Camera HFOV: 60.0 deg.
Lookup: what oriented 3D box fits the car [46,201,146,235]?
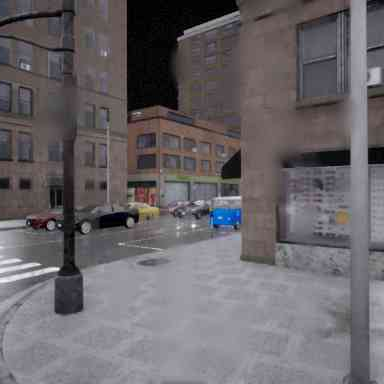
[{"bbox_3d":[-5.139,1.358,18.529,1.882,1.535,5.008,0,0,35],"label":"car"}]

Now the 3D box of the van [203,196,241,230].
[{"bbox_3d":[2.608,1.145,19.338,1.690,1.788,3.998,0,1,36],"label":"van"}]

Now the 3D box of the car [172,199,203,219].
[{"bbox_3d":[0.756,1.310,26.623,1.812,1.442,4.674,0,0,36],"label":"car"}]

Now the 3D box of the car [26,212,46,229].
[{"bbox_3d":[-7.538,1.440,19.894,1.887,1.381,4.507,0,1,36],"label":"car"}]

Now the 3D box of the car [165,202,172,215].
[{"bbox_3d":[-1.078,1.373,28.781,1.802,1.307,4.206,0,1,36],"label":"car"}]

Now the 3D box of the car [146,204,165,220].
[{"bbox_3d":[-4.408,1.370,24.199,1.752,1.417,4.829,0,1,36],"label":"car"}]

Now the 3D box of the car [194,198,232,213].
[{"bbox_3d":[2.151,1.321,33.223,1.802,1.307,4.206,0,1,36],"label":"car"}]
